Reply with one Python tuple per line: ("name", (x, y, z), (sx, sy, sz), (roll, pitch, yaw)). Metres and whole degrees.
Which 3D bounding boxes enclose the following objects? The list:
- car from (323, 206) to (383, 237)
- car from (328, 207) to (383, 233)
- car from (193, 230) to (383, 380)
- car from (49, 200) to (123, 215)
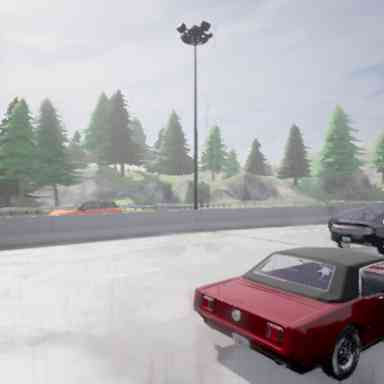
("car", (9.375, 1.504, 18.016), (4.181, 1.385, 1.994), (0, 0, -29))
("car", (7.521, 1.446, 12.993), (4.902, 1.511, 2.128), (0, 0, -31))
("car", (2.434, 1.584, 5.472), (4.718, 1.301, 1.895), (0, 0, -35))
("car", (-6.585, 1.331, 20.682), (4.553, 1.767, 2.097), (0, 0, -35))
